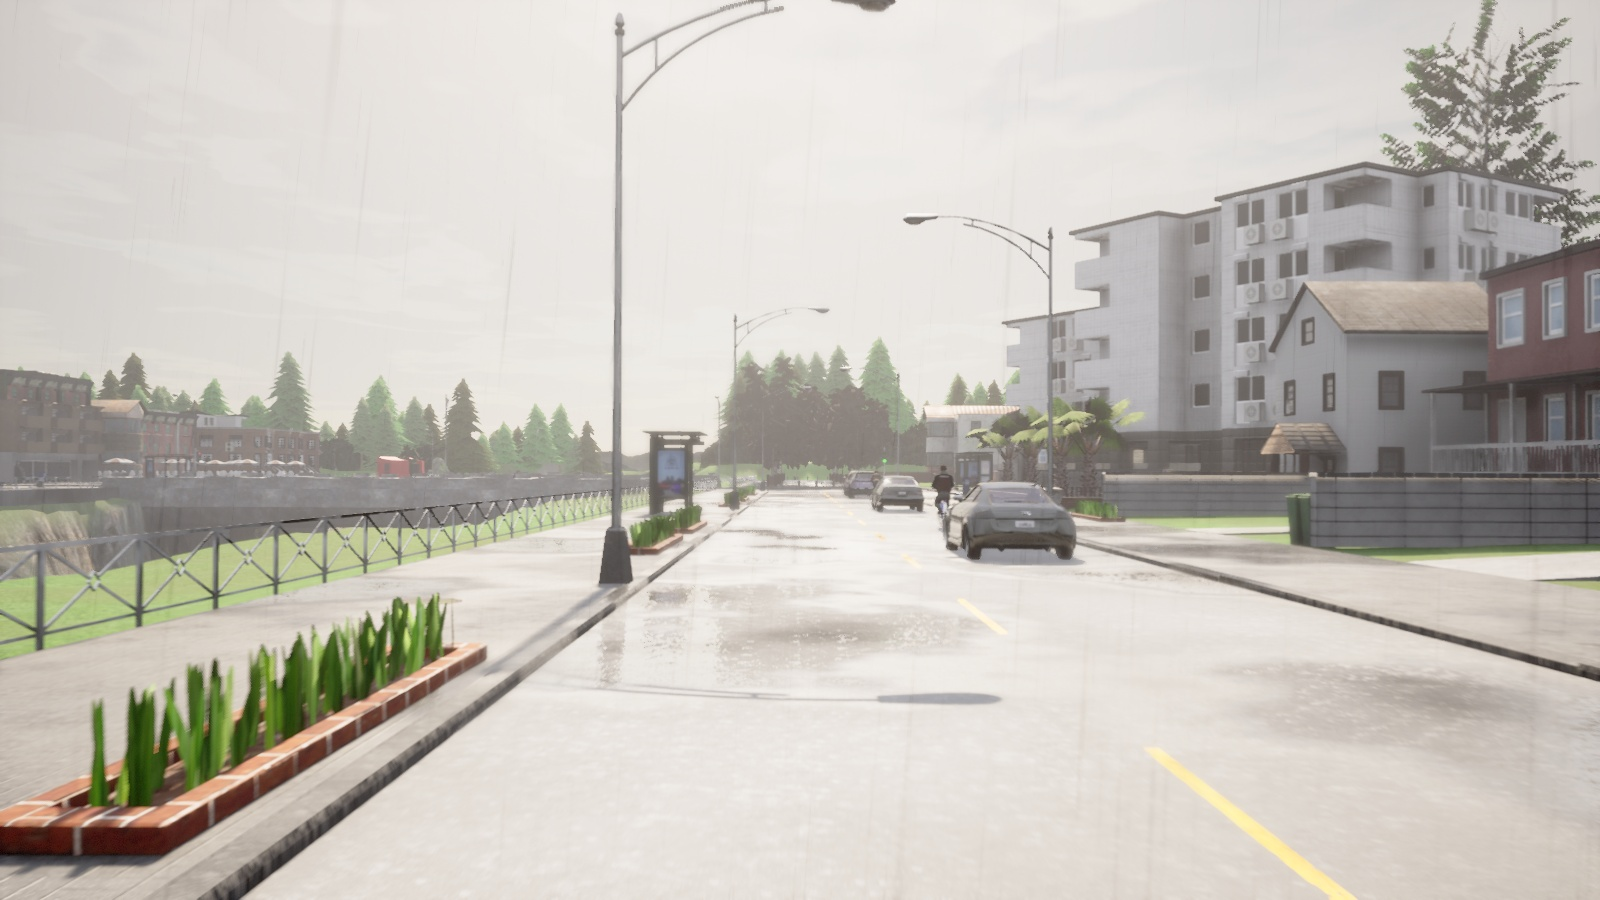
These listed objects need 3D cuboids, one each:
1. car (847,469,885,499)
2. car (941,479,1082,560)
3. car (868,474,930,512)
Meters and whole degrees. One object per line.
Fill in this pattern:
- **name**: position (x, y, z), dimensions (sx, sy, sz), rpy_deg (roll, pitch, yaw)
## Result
- **car**: position (3.796, 1.951, 72.943), dimensions (2.033, 1.649, 4.856), rpy_deg (0, -1, 1)
- **car**: position (3.941, 1.267, 24.124), dimensions (1.994, 1.385, 4.181), rpy_deg (0, -1, 0)
- **car**: position (3.878, 1.687, 50.191), dimensions (2.033, 1.411, 5.357), rpy_deg (0, -1, 0)
